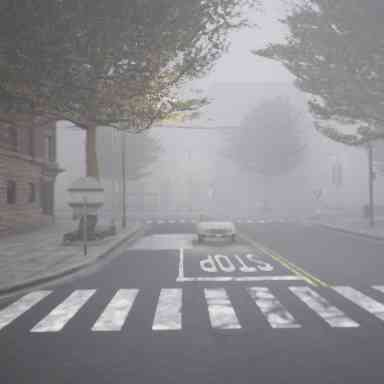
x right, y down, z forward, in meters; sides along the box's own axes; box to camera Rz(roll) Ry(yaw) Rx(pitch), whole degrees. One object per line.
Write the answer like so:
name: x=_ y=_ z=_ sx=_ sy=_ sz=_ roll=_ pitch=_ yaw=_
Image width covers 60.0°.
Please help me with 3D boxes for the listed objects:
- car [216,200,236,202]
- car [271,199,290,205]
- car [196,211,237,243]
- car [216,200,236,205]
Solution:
car: x=8.273 y=2.387 z=71.616 sx=4.786 sy=1.482 sz=2.161 roll=0 pitch=-1 yaw=-1
car: x=20.421 y=2.262 z=75.878 sx=4.674 sy=1.452 sz=2.002 roll=0 pitch=-1 yaw=-1
car: x=1.205 y=1.777 z=17.717 sx=1.812 sy=1.442 sz=4.674 roll=0 pitch=-1 yaw=-1
car: x=8.555 y=2.602 z=83.219 sx=4.718 sy=1.301 sz=1.895 roll=0 pitch=-1 yaw=-1
